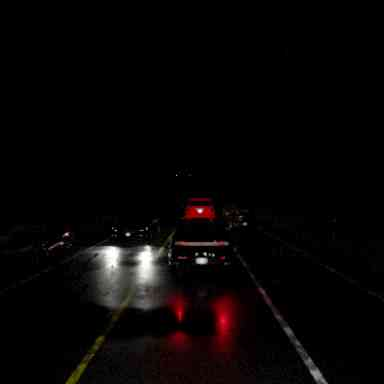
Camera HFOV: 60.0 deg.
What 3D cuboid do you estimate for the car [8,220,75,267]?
[{"bbox_3d":[-5.458,1.671,11.660,1.802,1.307,4.206,-1,0,1],"label":"car"}]

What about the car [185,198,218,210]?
[{"bbox_3d":[0.612,1.428,25.646,2.150,2.045,5.566,0,0,1],"label":"car"}]

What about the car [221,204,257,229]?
[{"bbox_3d":[3.316,1.734,22.650,2.008,1.369,4.403,-1,0,1],"label":"car"}]

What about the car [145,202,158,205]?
[{"bbox_3d":[-4.871,1.847,39.582,1.887,1.381,4.507,-1,0,1],"label":"car"}]

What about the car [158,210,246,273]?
[{"bbox_3d":[0.303,1.581,10.993,2.128,1.511,4.902,0,0,1],"label":"car"}]

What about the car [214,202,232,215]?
[{"bbox_3d":[3.672,1.891,39.403,1.802,1.307,4.206,-1,0,1],"label":"car"}]

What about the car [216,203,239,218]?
[{"bbox_3d":[3.553,1.833,33.819,1.947,1.339,4.313,-1,0,1],"label":"car"}]

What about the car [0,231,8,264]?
[{"bbox_3d":[-5.577,1.485,6.076,1.967,1.590,4.097,-1,0,1],"label":"car"}]

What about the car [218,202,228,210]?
[{"bbox_3d":[3.438,1.752,28.404,1.752,1.417,4.829,-1,0,1],"label":"car"}]

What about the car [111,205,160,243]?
[{"bbox_3d":[-2.766,1.639,17.031,1.837,1.490,4.892,0,0,1],"label":"car"}]
